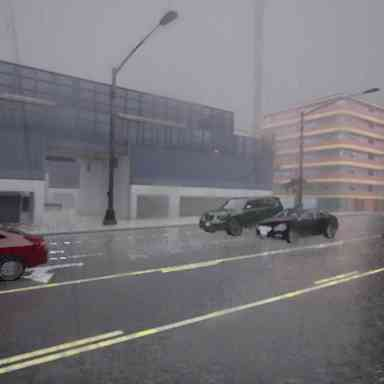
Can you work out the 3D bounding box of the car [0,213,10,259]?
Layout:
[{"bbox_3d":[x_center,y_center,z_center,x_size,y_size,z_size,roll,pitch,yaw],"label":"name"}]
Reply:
[{"bbox_3d":[-8.637,1.517,10.729,4.674,1.442,1.812,1,-1,-35],"label":"car"}]

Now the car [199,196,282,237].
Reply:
[{"bbox_3d":[3.010,1.294,19.050,5.566,2.045,2.150,-1,1,-37],"label":"car"}]

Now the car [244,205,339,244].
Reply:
[{"bbox_3d":[5.202,1.570,16.282,4.902,1.511,2.128,0,0,-35],"label":"car"}]

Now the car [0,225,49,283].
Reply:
[{"bbox_3d":[-6.077,1.523,8.257,4.674,1.442,1.812,1,-1,-35],"label":"car"}]
